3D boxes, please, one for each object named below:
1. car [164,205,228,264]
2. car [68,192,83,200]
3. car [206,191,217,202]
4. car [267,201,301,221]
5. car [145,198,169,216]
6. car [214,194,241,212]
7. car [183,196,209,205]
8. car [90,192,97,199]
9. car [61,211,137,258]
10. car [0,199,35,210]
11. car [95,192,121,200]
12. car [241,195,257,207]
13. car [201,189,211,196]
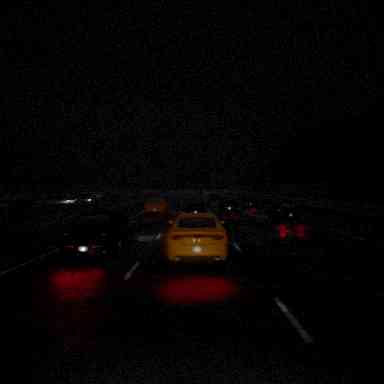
[{"bbox_3d":[0.163,1.461,11.838,1.882,1.535,5.008,0,0,0],"label":"car"},{"bbox_3d":[-24.013,0.857,68.500,2.128,1.511,4.902,0,1,0],"label":"car"},{"bbox_3d":[3.925,0.976,60.210,1.837,1.490,4.892,0,1,0],"label":"car"},{"bbox_3d":[7.088,1.428,25.925,1.812,1.442,4.674,0,1,2],"label":"car"},{"bbox_3d":[-3.196,1.331,31.031,1.882,1.535,5.008,0,1,0],"label":"car"},{"bbox_3d":[3.738,1.311,35.494,1.837,1.490,4.892,0,1,0],"label":"car"},{"bbox_3d":[0.295,1.372,29.797,1.837,1.490,4.892,0,1,0],"label":"car"},{"bbox_3d":[-20.488,0.755,71.898,1.882,1.535,5.008,0,1,0],"label":"car"},{"bbox_3d":[-3.331,1.485,12.630,1.837,1.490,4.892,0,0,0],"label":"car"},{"bbox_3d":[-17.379,1.382,32.665,2.033,1.411,5.357,0,1,0],"label":"car"},{"bbox_3d":[-13.671,1.101,54.508,2.033,1.411,5.357,0,1,1],"label":"car"},{"bbox_3d":[7.380,1.203,44.017,1.837,1.490,4.892,0,1,1],"label":"car"},{"bbox_3d":[4.130,0.221,87.249,2.150,2.045,5.566,0,1,0],"label":"car"}]
